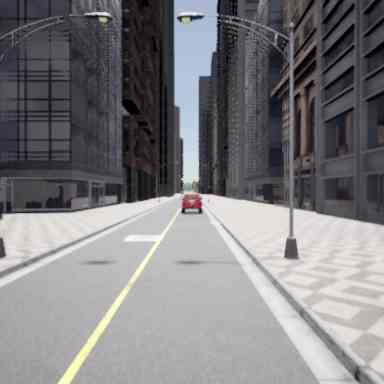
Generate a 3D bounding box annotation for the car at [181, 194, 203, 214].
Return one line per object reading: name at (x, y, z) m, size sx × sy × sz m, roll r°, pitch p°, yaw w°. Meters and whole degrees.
car at (-0.005, 1.177, 35.595) m, size 2.150 × 2.045 × 5.566 m, roll 0°, pitch 0°, yaw 0°

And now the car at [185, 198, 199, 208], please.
car at (0.006, 1.547, 47.480) m, size 1.895 × 1.301 × 4.718 m, roll 0°, pitch 0°, yaw 0°
